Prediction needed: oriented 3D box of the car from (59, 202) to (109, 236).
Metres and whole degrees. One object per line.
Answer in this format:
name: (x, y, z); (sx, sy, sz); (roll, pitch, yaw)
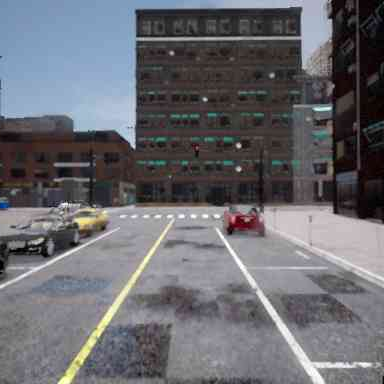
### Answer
car: (-5.817, 1.511, 18.257); (1.752, 1.417, 4.829); (1, 0, 0)

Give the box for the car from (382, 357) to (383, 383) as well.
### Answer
car: (2.702, 1.565, 1.425); (1.947, 1.339, 4.313); (1, 0, 0)

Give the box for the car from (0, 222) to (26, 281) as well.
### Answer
car: (-5.646, 1.560, 7.052); (1.947, 1.339, 4.313); (1, 0, 0)

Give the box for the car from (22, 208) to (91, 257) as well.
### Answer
car: (-5.646, 1.540, 12.740); (2.008, 1.369, 4.403); (1, 0, 0)

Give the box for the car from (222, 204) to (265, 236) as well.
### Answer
car: (2.749, 1.426, 18.482); (1.967, 1.590, 4.097); (1, 0, 0)

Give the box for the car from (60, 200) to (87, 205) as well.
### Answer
car: (-12.529, 1.615, 37.505); (4.674, 1.442, 1.812); (1, -1, 1)

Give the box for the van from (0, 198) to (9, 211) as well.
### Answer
van: (-26.079, 1.613, 43.379); (3.998, 1.788, 1.690); (-1, 0, 1)
